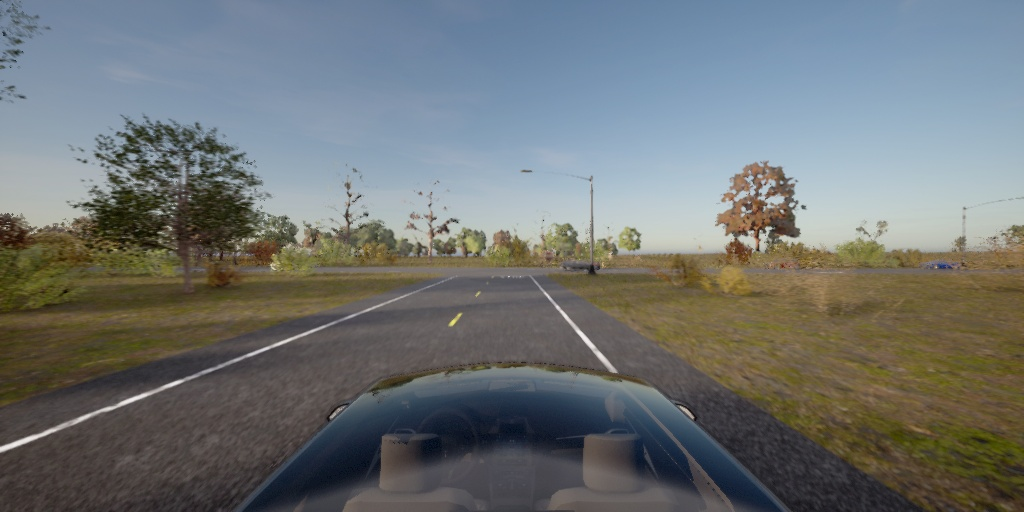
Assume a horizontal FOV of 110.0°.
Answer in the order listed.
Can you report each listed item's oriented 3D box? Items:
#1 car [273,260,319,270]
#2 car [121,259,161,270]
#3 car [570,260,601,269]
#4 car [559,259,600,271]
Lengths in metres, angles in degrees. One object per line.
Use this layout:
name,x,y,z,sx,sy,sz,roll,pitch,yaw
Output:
car,-26.791,1.139,44.618,4.718,1.301,1.895,0,0,-2
car,-45.171,1.008,44.071,4.181,1.385,1.994,0,0,-2
car,10.785,1.247,52.652,4.181,1.385,1.994,0,0,-2
car,8.409,1.181,45.569,4.902,1.511,2.128,0,0,-2
